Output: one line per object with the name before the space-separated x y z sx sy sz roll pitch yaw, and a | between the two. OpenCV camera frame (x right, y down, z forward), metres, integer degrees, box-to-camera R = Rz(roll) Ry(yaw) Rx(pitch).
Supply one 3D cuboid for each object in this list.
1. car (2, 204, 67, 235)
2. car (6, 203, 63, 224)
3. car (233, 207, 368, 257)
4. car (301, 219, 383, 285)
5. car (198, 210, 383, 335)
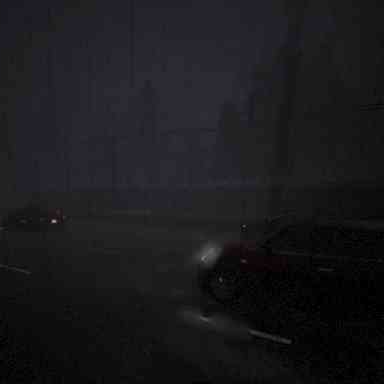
car | -9.051 1.559 19.053 4.181 1.385 1.994 0 0 36
car | -12.199 1.594 25.596 4.718 1.301 1.895 0 0 36
car | 4.373 1.490 13.771 4.902 1.511 2.128 0 0 35
car | 5.307 1.563 8.806 4.181 1.385 1.994 0 0 36
car | 2.337 1.351 6.623 4.553 1.767 2.097 0 0 36
